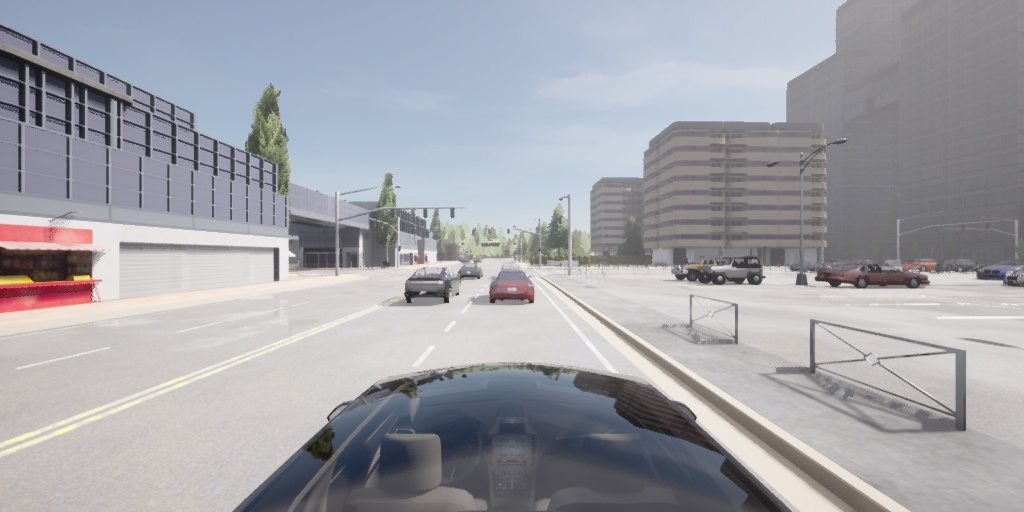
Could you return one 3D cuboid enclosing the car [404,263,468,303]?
[{"bbox_3d":[-3.500,1.244,16.500,2.128,1.511,4.902,0,0,0],"label":"car"}]

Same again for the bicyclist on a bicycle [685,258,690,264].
[{"bbox_3d":[17.941,1.051,36.557,0.582,1.620,1.656,0,0,-2],"label":"bicyclist on a bicycle"}]

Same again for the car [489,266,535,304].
[{"bbox_3d":[0.000,1.321,16.500,1.994,1.385,4.181,0,0,0],"label":"car"}]

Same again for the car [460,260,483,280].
[{"bbox_3d":[-3.626,1.321,31.538,1.994,1.385,4.181,0,0,-1],"label":"car"}]

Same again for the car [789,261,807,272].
[{"bbox_3d":[36.968,1.322,44.499,4.181,1.385,1.994,0,0,-2],"label":"car"}]

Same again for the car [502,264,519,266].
[{"bbox_3d":[-0.127,1.365,31.647,1.895,1.301,4.718,0,0,-1],"label":"car"}]

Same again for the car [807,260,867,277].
[{"bbox_3d":[37.100,1.366,41.001,4.718,1.301,1.895,0,0,-2],"label":"car"}]
